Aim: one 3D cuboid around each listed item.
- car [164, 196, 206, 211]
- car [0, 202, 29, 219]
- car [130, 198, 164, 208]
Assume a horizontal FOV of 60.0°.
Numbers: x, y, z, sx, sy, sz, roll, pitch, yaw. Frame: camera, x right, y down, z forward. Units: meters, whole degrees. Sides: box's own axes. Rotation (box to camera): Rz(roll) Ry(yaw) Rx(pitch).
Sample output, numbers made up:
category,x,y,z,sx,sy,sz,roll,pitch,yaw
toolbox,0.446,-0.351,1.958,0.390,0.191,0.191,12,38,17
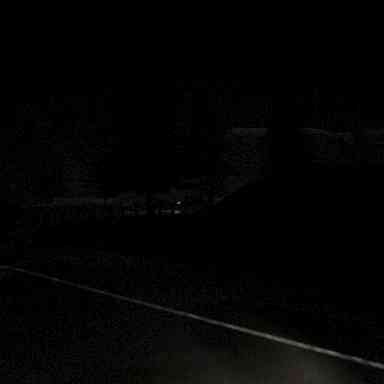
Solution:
category,x,y,z,sx,sy,sz,roll,pitch,yaw
car,-0.585,1.284,39.809,4.553,1.767,2.097,0,0,-38
car,-14.741,1.485,25.354,1.994,1.385,4.181,0,0,38
car,-4.836,1.462,40.935,5.357,1.411,2.033,0,0,-40
